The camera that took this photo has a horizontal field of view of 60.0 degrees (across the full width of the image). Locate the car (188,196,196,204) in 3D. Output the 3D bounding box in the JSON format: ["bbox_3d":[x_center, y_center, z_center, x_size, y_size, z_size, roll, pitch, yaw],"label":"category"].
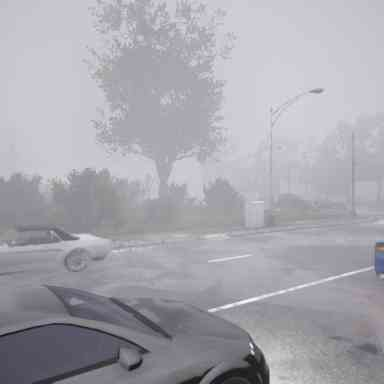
[{"bbox_3d":[-0.675,1.436,59.734,2.128,1.511,4.902,0,0,-34],"label":"car"}]

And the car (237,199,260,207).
[{"bbox_3d":[7.107,1.601,47.962,1.895,1.301,4.718,0,0,-33],"label":"car"}]

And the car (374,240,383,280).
[{"bbox_3d":[6.623,1.481,8.519,5.008,1.535,1.882,0,0,-36],"label":"car"}]

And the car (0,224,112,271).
[{"bbox_3d":[-4.785,1.601,9.176,4.718,1.301,1.895,0,0,-36],"label":"car"}]

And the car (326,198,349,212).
[{"bbox_3d":[16.385,1.504,39.987,2.128,1.511,4.902,0,0,-33],"label":"car"}]

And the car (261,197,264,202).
[{"bbox_3d":[11.301,1.510,47.911,1.837,1.490,4.892,0,0,-33],"label":"car"}]

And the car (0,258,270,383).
[{"bbox_3d":[-1.274,1.564,2.840,4.181,1.385,1.994,0,0,-36],"label":"car"}]

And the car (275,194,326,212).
[{"bbox_3d":[12.516,1.233,39.574,2.150,2.045,5.566,0,0,-31],"label":"car"}]
